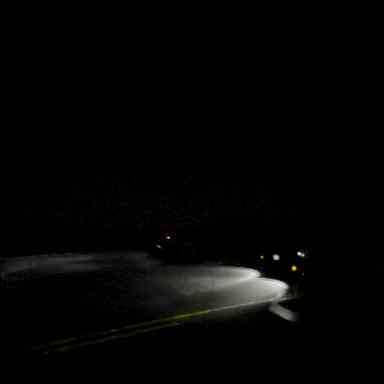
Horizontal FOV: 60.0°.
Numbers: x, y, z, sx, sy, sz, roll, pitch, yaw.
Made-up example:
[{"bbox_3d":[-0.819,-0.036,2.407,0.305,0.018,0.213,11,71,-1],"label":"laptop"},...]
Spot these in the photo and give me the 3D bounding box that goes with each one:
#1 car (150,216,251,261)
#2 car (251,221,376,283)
[{"bbox_3d":[0.945,1.549,12.013,4.718,1.301,1.895,1,0,-24],"label":"car"},{"bbox_3d":[4.096,1.562,9.494,4.181,1.385,1.994,1,0,-21],"label":"car"}]
